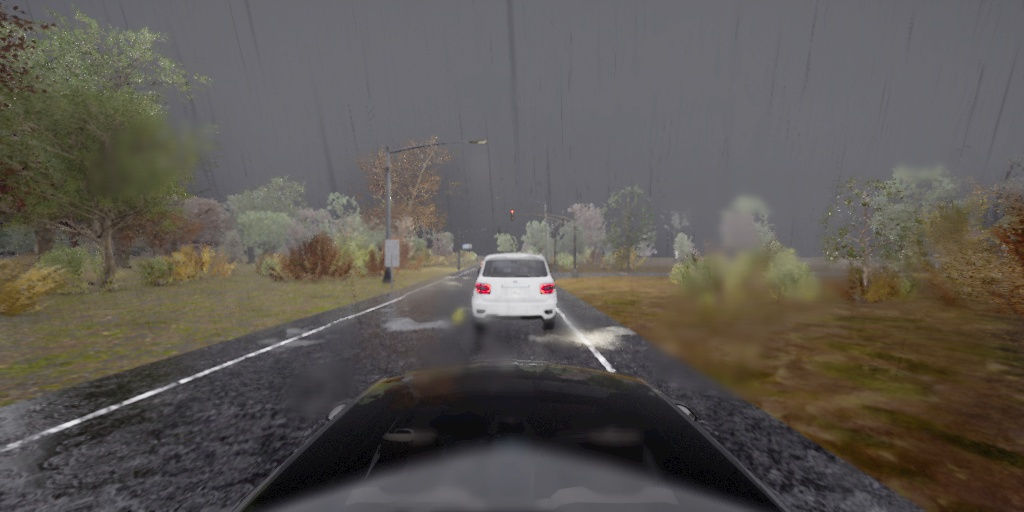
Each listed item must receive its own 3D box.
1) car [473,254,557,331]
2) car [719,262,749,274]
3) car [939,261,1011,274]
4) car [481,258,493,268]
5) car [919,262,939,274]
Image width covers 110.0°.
[{"bbox_3d":[0.068,0.976,11.170,2.150,2.045,5.566,0,-1,0],"label":"car"},{"bbox_3d":[25.984,1.370,41.957,4.181,1.385,1.994,0,0,1],"label":"car"},{"bbox_3d":[48.994,1.312,37.637,4.902,1.511,2.128,0,0,5],"label":"car"},{"bbox_3d":[-4.509,1.168,65.024,2.097,1.767,4.553,0,0,-1],"label":"car"},{"bbox_3d":[49.342,1.347,40.724,4.674,1.442,1.812,0,0,5],"label":"car"}]
